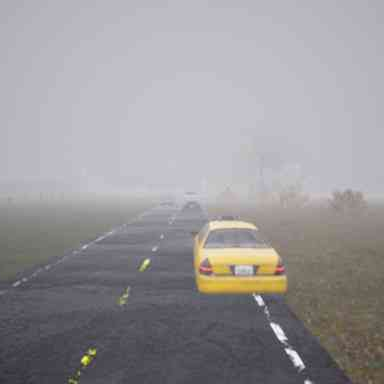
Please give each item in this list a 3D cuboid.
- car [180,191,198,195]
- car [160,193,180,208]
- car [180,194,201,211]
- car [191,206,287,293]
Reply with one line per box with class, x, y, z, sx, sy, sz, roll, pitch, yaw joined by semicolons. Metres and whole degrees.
car;-0.087;0.823;45.219;2.150;2.045;5.566;0;0;0
car;-2.954;1.177;41.985;2.033;1.411;5.357;0;1;0
car;-0.009;1.218;34.896;1.812;1.442;4.674;0;0;0
car;0.943;1.378;8.630;1.801;1.575;5.366;0;1;0
